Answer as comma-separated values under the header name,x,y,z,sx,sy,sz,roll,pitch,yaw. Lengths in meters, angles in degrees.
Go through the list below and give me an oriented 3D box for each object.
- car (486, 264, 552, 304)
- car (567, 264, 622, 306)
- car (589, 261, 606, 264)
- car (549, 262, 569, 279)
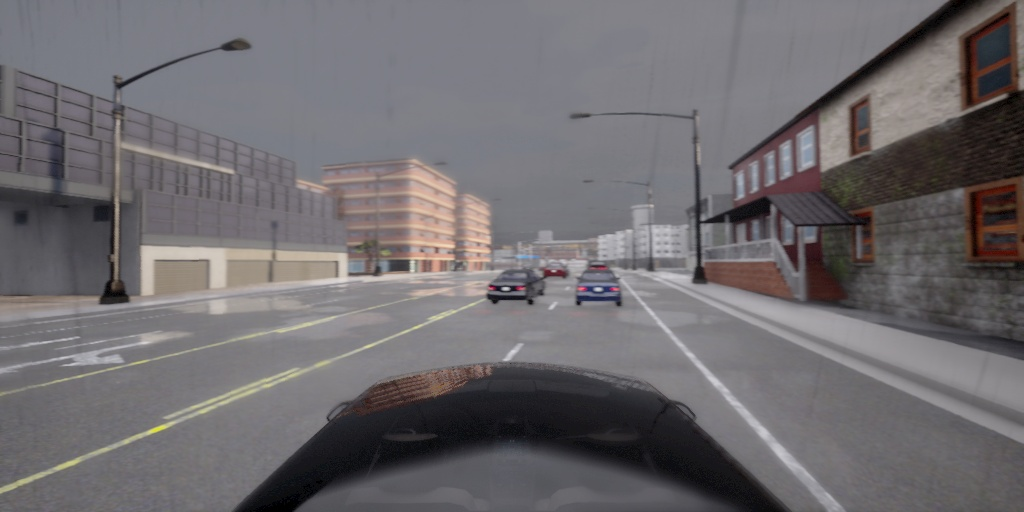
name,x,y,z,sx,sy,sz,roll,pitch,yaw
car,0.341,1.305,16.408,2.033,1.411,5.357,-1,0,13
car,3.746,1.255,15.597,2.033,1.411,5.357,-1,0,13
car,7.294,1.123,30.497,1.837,1.490,4.892,-1,0,14
car,3.897,1.230,31.339,1.994,1.385,4.181,-1,0,14
